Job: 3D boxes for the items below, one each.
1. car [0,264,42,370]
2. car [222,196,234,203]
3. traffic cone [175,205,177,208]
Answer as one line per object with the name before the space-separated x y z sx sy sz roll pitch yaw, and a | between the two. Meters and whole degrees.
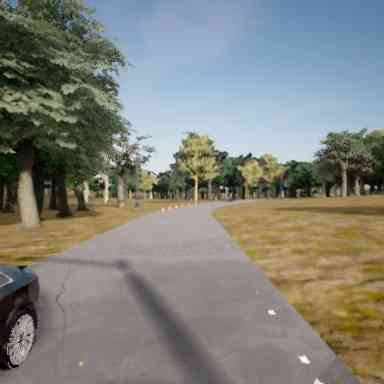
car | -3.102 1.504 2.928 2.128 1.511 4.902 0 0 0
car | 9.234 1.861 84.463 1.882 1.535 5.008 0 0 24
traffic cone | -2.504 2.232 52.642 0.340 0.580 0.340 0 0 9
